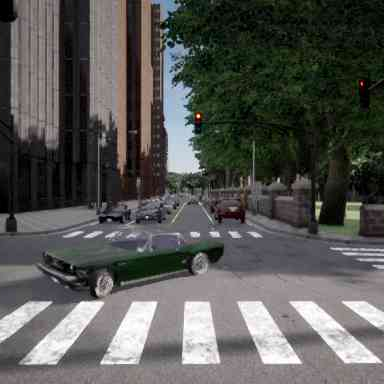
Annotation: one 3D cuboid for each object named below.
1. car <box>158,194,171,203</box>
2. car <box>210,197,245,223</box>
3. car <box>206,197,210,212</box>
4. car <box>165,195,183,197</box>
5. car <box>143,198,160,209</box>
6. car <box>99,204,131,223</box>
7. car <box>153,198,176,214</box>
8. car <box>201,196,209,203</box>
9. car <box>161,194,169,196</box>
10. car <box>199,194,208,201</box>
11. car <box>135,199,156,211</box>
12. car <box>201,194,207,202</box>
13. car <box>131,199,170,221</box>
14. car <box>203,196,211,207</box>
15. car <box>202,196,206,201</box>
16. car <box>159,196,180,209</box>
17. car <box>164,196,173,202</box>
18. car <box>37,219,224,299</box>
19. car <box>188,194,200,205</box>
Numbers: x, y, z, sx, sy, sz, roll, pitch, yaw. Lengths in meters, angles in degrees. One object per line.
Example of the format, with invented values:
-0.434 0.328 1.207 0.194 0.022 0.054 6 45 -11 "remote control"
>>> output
-5.652 1.363 68.861 2.192 1.841 5.009 0 0 0 "car"
2.804 1.321 25.201 2.192 1.841 5.009 0 0 0 "car"
2.821 1.582 36.113 1.947 1.339 4.313 0 0 0 "car"
-2.968 1.580 54.076 2.033 1.411 5.357 0 0 0 "car"
-5.687 1.608 47.033 1.802 1.307 4.206 0 0 0 "car"
-5.721 1.572 25.205 1.947 1.339 4.313 0 0 0 "car"
-3.043 1.615 34.731 1.895 1.301 4.718 0 0 0 "car"
2.882 1.580 74.479 1.752 1.417 4.829 0 0 0 "car"
-5.661 1.624 63.404 1.802 1.307 4.206 0 0 0 "car"
2.899 1.384 85.222 2.192 1.841 5.009 0 0 0 "car"
-5.695 1.572 41.575 2.008 1.369 4.403 0 0 0 "car"
2.847 1.472 52.483 1.967 1.590 4.097 0 0 0 "car"
-3.065 1.511 25.475 1.837 1.490 4.892 0 0 1 "car"
2.830 1.572 41.569 2.008 1.369 4.403 0 0 0 "car"
2.838 1.577 47.026 2.008 1.369 4.403 0 0 0 "car"
-3.021 1.587 43.932 1.994 1.385 4.181 0 0 0 "car"
-5.635 1.606 79.775 1.887 1.381 4.507 0 0 0 "car"
-1.372 1.610 8.720 4.718 1.301 1.895 1 1 -43 "car"
0.192 1.585 58.659 2.033 1.411 5.357 0 0 1 "car"
